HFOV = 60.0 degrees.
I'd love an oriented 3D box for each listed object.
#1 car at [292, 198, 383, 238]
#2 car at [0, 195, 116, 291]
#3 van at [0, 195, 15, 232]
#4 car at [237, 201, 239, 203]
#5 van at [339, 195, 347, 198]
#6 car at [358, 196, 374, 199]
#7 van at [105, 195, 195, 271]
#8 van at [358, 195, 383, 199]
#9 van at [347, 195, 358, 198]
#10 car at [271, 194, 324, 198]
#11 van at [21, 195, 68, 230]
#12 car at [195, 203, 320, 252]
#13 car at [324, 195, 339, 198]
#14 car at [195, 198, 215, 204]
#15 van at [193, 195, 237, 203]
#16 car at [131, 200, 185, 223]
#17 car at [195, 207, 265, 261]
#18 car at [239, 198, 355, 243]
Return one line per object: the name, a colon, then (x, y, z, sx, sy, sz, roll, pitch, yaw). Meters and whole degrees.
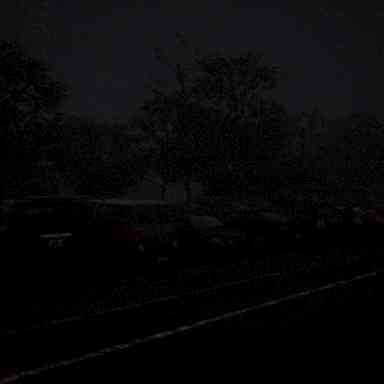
car: (6.953, 1.358, 17.139, 2.185, 1.767, 4.553, 0, 0, -35)
car: (-4.390, 1.168, 9.139, 2.435, 2.045, 5.566, 0, 0, -35)
van: (-11.877, 1.193, 19.687, 1.878, 1.987, 4.442, 0, 0, -35)
car: (3.858, 1.548, 31.033, 2.002, 1.452, 4.674, 0, 0, -35)
van: (15.314, 1.346, 39.040, 1.878, 1.987, 4.442, 0, 0, -35)
car: (19.756, 1.597, 42.352, 2.097, 1.535, 5.008, 0, 0, -35)
van: (-2.044, 1.206, 10.630, 1.878, 1.987, 4.442, 0, 0, -35)
van: (22.093, 1.387, 43.875, 1.878, 1.987, 4.442, 0, 0, -36)
van: (17.436, 1.359, 40.837, 1.878, 1.987, 4.442, 0, 0, -35)
car: (10.750, 1.295, 35.900, 2.435, 2.045, 5.566, 0, 0, -35)
van: (-9.647, 1.206, 21.560, 1.878, 1.987, 4.442, 0, 0, -35)
car: (2.414, 1.458, 13.940, 2.097, 1.535, 5.008, 0, 0, -35)
car: (13.007, 1.308, 37.507, 2.435, 2.045, 5.566, 0, 0, -35)
car: (-0.551, 1.523, 27.889, 2.002, 1.452, 4.674, 0, 0, -35)
van: (1.536, 1.269, 29.519, 1.878, 1.987, 4.442, 0, 0, -35)
car: (-2.806, 1.470, 26.279, 2.097, 1.535, 5.008, 0, 0, -35)
car: (0.148, 1.485, 12.337, 2.002, 1.452, 4.674, 0, 0, -35)
car: (4.691, 1.345, 15.529, 2.185, 1.767, 4.553, 0, 0, -35)
